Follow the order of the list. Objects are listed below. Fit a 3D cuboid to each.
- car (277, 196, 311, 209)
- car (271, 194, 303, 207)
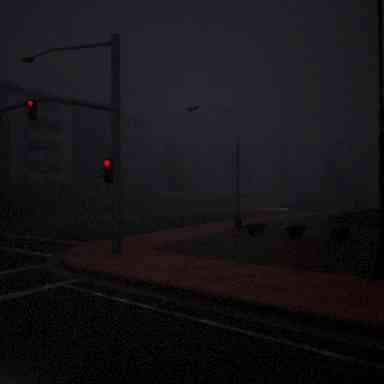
[{"bbox_3d":[15.397,1.695,49.048,4.674,1.442,1.812,0,-1,-23],"label":"car"},{"bbox_3d":[15.297,1.420,52.842,5.566,2.045,2.150,0,-1,-21],"label":"car"}]
